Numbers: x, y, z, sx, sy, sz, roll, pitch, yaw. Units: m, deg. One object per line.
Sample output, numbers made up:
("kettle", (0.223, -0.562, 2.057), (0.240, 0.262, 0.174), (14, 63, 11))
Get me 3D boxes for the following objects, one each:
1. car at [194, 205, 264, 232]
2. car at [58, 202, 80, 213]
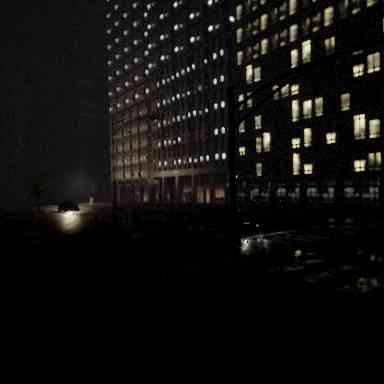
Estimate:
("car", (2.056, 1.574, 19.790), (1.837, 1.490, 4.892), (-2, 1, -37))
("car", (-16.788, 2.032, 45.165), (1.812, 1.442, 4.674), (-2, 0, -37))
